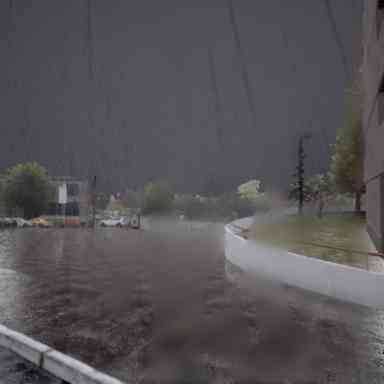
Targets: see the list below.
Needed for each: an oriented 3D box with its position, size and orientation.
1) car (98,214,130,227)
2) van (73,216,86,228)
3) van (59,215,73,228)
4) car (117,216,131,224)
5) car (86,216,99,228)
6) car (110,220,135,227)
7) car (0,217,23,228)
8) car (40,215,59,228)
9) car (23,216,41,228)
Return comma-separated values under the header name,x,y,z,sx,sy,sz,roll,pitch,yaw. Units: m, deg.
name,x,y,z,sx,sy,sz,roll,pitch,yaw
car,-15.754,6.026,66.430,5.566,2.045,2.435,0,-5,5
van,-20.670,4.925,55.504,4.442,1.987,1.878,0,-6,5
van,-21.935,4.643,52.767,4.442,1.987,1.878,0,-6,5
car,-18.376,7.649,89.958,1.946,1.575,5.366,0,1,10
car,-19.517,5.432,58.214,4.892,1.521,2.231,0,-5,5
car,-14.472,6.598,69.135,4.674,1.452,2.002,0,-5,5
car,-25.841,4.060,44.541,4.674,1.452,2.002,0,-5,5
car,-23.506,4.581,50.035,5.366,1.575,1.946,0,-5,5
car,-24.590,4.343,47.285,4.674,1.452,2.002,0,-6,5
